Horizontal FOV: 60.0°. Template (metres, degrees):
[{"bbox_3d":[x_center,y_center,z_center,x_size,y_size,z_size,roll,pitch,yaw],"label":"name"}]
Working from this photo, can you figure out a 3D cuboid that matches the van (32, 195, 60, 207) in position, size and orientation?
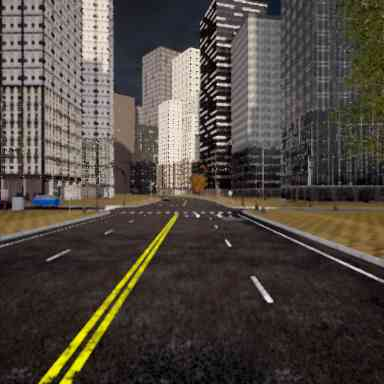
[{"bbox_3d":[-22.618,1.402,51.633,3.998,1.788,1.690,0,0,1],"label":"van"}]

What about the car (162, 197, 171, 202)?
[{"bbox_3d":[-6.456,1.855,84.278,1.895,1.301,4.718,0,0,0],"label":"car"}]

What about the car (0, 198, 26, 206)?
[{"bbox_3d":[-28.157,1.582,51.683,4.507,1.381,1.887,0,0,1],"label":"car"}]
